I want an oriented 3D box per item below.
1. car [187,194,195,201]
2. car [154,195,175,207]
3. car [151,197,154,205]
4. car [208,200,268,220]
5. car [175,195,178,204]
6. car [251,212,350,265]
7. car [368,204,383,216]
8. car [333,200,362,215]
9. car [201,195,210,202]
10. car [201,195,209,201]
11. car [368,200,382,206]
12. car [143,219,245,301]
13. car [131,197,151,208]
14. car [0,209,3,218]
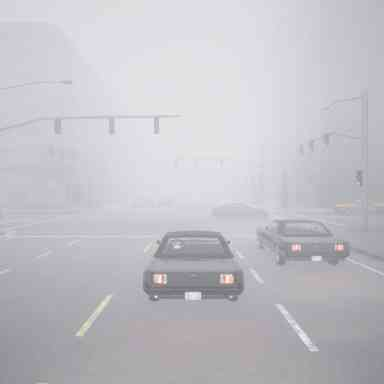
[{"bbox_3d":[-0.159,1.355,87.252,2.097,1.767,4.553,0,0,1],"label":"car"},{"bbox_3d":[-4.065,1.547,50.263,2.033,1.411,5.357,0,0,0],"label":"car"},{"bbox_3d":[-7.516,1.547,58.421,2.033,1.411,5.357,0,0,0],"label":"car"},{"bbox_3d":[3.875,1.552,27.083,4.674,1.442,1.812,0,0,0],"label":"car"},{"bbox_3d":[-3.984,1.505,60.106,1.837,1.490,4.892,0,0,1],"label":"car"},{"bbox_3d":[3.542,1.601,11.655,1.895,1.301,4.718,0,0,0],"label":"car"},{"bbox_3d":[3.593,1.221,1.903,2.150,2.045,5.566,0,0,0],"label":"car"},{"bbox_3d":[17.189,1.533,34.278,5.008,1.535,1.882,0,0,0],"label":"car"},{"bbox_3d":[3.248,1.595,77.408,1.895,1.301,4.718,0,0,1],"label":"car"},{"bbox_3d":[3.343,1.553,87.383,1.994,1.385,4.181,0,0,1],"label":"car"},{"bbox_3d":[19.254,1.547,30.777,4.902,1.511,2.128,0,0,0],"label":"car"},{"bbox_3d":[0.038,1.601,8.267,1.895,1.301,4.718,0,0,0],"label":"car"},{"bbox_3d":[-7.547,1.505,47.854,1.837,1.490,4.892,0,0,0],"label":"car"},{"bbox_3d":[-17.972,1.408,27.094,4.553,1.767,2.097,0,0,0],"label":"car"}]
